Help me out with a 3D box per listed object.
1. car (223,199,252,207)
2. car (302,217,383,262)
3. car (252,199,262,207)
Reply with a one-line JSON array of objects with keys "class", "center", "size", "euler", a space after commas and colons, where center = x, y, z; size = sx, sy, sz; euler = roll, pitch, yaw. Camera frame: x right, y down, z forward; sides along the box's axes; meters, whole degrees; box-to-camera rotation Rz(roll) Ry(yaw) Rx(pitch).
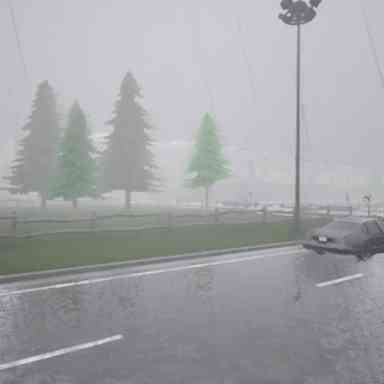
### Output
[{"class": "car", "center": [7.909, 2.013, 61.147], "size": [2.033, 1.411, 5.357], "euler": [1, 0, -35]}, {"class": "car", "center": [6.532, 1.688, 12.819], "size": [5.357, 1.411, 2.033], "euler": [1, 0, -35]}, {"class": "car", "center": [10.776, 2.051, 63.153], "size": [2.033, 1.411, 5.357], "euler": [1, 0, -35]}]
